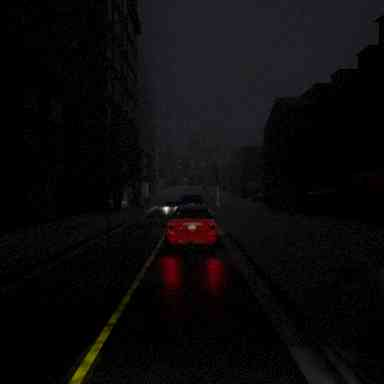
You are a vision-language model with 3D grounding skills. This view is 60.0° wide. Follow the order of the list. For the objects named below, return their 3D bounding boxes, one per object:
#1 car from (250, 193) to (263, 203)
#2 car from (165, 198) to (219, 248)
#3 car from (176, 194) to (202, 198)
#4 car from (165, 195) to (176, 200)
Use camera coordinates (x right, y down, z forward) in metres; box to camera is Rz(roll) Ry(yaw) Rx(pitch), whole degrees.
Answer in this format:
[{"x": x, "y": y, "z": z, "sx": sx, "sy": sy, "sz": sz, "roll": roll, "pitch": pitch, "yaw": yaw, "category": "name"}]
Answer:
[{"x": 12.715, "y": 0.985, "z": 57.890, "sx": 5.009, "sy": 1.841, "sz": 2.192, "roll": 1, "pitch": 0, "yaw": 0, "category": "car"}, {"x": 0.000, "y": 1.335, "z": 14.620, "sx": 2.097, "sy": 1.767, "sz": 4.553, "roll": 0, "pitch": 0, "yaw": 0, "category": "car"}, {"x": 0.000, "y": 1.163, "z": 29.679, "sx": 2.150, "sy": 2.045, "sz": 5.566, "roll": 0, "pitch": 0, "yaw": 0, "category": "car"}, {"x": -2.749, "y": 1.199, "z": 47.644, "sx": 1.882, "sy": 1.535, "sz": 5.008, "roll": 0, "pitch": 1, "yaw": 0, "category": "car"}]
